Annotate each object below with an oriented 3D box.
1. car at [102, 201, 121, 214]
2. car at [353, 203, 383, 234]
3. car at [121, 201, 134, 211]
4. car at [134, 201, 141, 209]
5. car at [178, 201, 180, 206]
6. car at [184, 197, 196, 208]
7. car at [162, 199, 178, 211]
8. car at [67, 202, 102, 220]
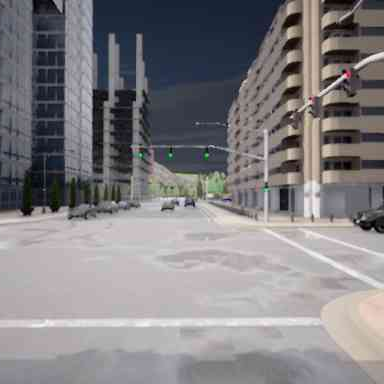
[{"bbox_3d":[-10.844,1.903,42.366,2.097,1.767,4.553,0,-1,0],"label":"car"},{"bbox_3d":[13.414,1.552,21.401,5.566,2.045,2.150,0,-1,-1],"label":"car"},{"bbox_3d":[-10.898,2.203,52.198,1.812,1.442,4.674,0,-1,0],"label":"car"},{"bbox_3d":[-10.909,2.362,62.811,2.033,1.411,5.357,0,-1,0],"label":"car"},{"bbox_3d":[-3.963,2.349,76.875,2.097,1.767,4.553,0,-1,0],"label":"car"},{"bbox_3d":[-0.398,2.078,66.248,2.150,2.045,5.566,0,-1,0],"label":"car"},{"bbox_3d":[-3.705,2.221,52.047,2.033,1.411,5.357,0,-1,0],"label":"car"},{"bbox_3d":[-10.805,1.937,33.173,1.837,1.490,4.892,0,-1,0],"label":"car"}]
